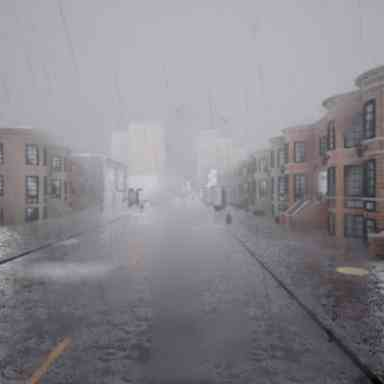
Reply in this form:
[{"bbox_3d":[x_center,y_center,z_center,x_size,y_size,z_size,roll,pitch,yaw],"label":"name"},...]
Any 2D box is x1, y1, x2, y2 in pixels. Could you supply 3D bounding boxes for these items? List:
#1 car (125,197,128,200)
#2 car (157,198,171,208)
[{"bbox_3d":[-19.342,1.351,86.768,4.611,1.667,2.242,0,0,10],"label":"car"},{"bbox_3d":[-4.085,1.603,48.929,1.895,1.301,4.718,0,0,0],"label":"car"}]
